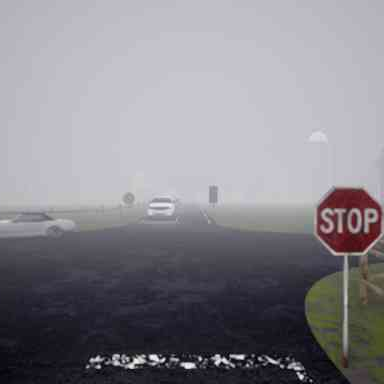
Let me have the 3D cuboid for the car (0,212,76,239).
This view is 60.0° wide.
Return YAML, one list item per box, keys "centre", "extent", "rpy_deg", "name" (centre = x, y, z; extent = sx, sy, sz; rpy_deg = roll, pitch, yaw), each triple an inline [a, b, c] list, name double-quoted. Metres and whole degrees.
- centre: [-8.467, 1.696, 16.768]
  extent: [4.718, 1.301, 1.895]
  rpy_deg: [0, 0, -28]
  name: "car"

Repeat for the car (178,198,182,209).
- centre: [-2.805, 1.842, 47.671]
  extent: [1.812, 1.442, 4.674]
  rpy_deg: [0, -1, 0]
  name: "car"

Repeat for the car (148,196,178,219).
- centre: [-2.831, 1.415, 31.573]
  extent: [2.150, 2.045, 5.566]
  rpy_deg: [0, 0, 0]
  name: "car"
